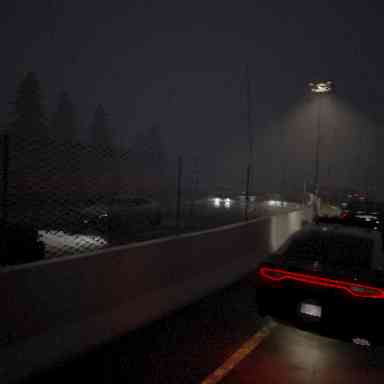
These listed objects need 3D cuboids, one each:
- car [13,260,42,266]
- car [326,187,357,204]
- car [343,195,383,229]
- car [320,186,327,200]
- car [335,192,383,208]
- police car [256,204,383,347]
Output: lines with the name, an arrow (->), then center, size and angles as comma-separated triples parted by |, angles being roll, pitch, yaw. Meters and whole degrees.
car -> -4.969, 1.122, 5.778 | 1.812, 1.442, 4.674 | 4, 2, 35
car -> 17.442, 0.502, 38.253 | 2.150, 2.045, 5.566 | 3, 2, 13
car -> 10.519, 1.095, 20.739 | 1.801, 1.575, 5.366 | 3, 2, 23
car -> 19.669, 0.099, 52.023 | 2.150, 2.045, 5.566 | 2, 2, 4
car -> 7.858, 1.091, 15.071 | 2.097, 1.767, 4.553 | 3, 2, 27
police car -> 2.932, 1.287, 6.456 | 1.930, 1.638, 5.238 | 3, 2, 33
